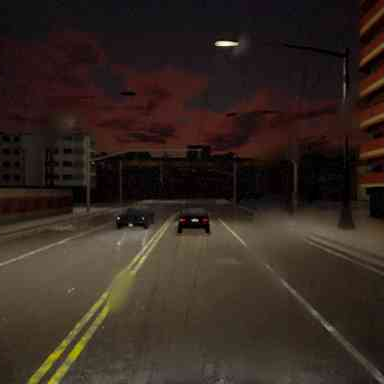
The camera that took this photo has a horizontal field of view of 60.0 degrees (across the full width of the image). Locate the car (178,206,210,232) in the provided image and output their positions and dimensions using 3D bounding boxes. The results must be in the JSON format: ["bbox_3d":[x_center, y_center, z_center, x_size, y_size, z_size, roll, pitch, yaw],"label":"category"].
[{"bbox_3d":[0.098,1.558,20.252,2.033,1.411,5.357,0,0,0],"label":"car"}]

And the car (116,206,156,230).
[{"bbox_3d":[-3.544,1.612,21.478,1.895,1.301,4.718,0,0,0],"label":"car"}]
